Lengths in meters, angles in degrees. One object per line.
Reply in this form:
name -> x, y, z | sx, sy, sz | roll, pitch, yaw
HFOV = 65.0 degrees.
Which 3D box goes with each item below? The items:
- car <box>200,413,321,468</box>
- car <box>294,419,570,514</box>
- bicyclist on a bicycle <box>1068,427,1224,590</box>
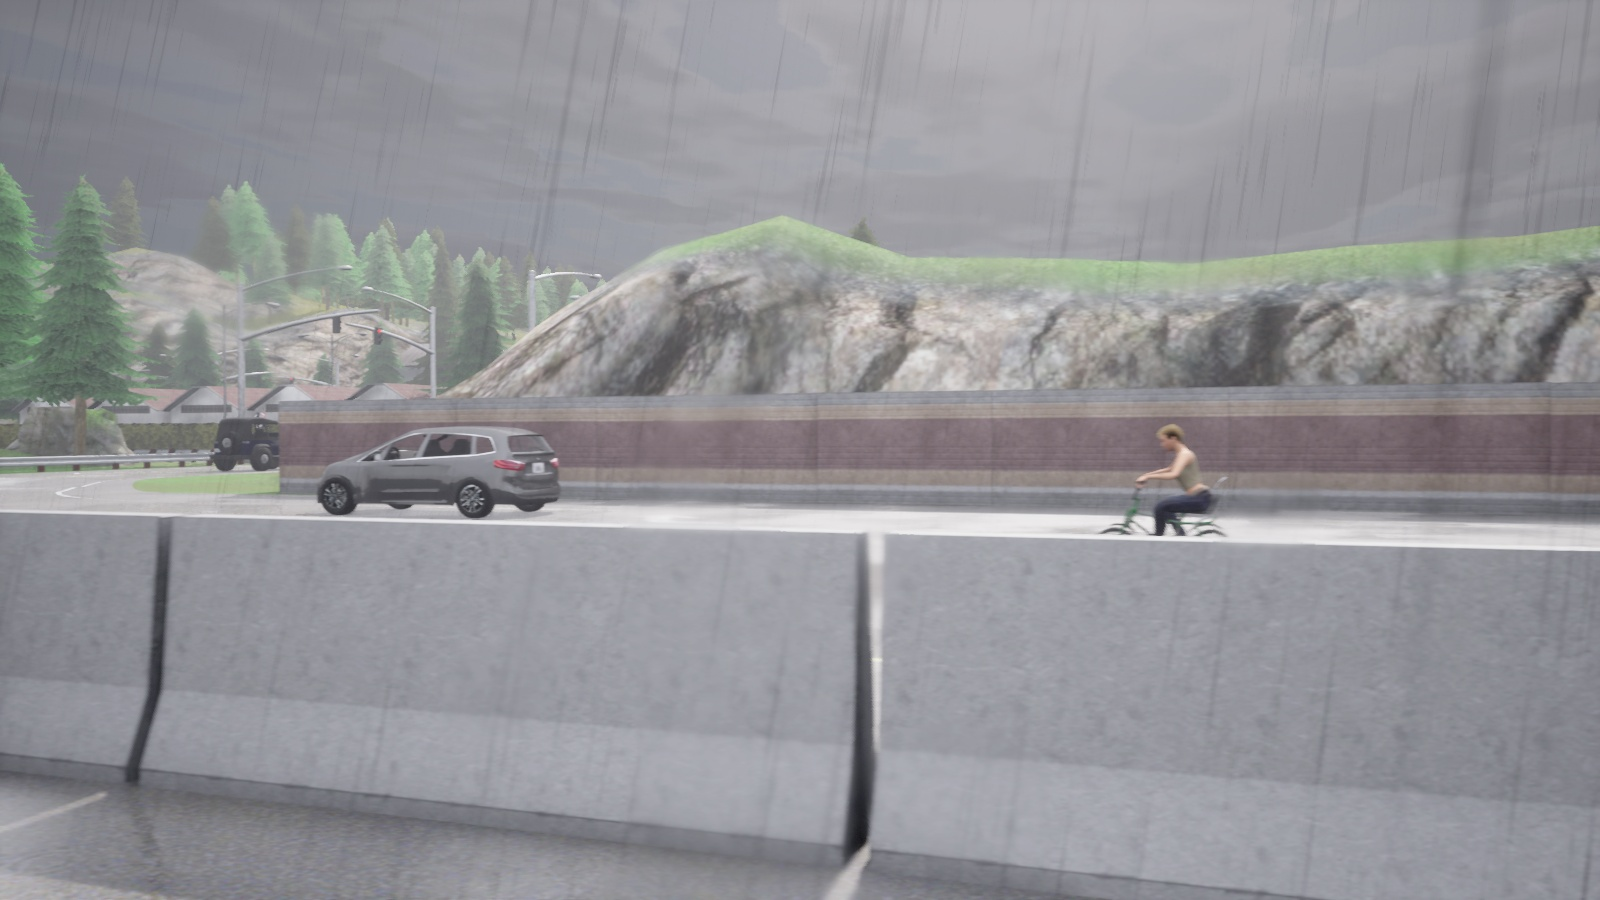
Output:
car -> -19.335, -0.369, 45.158 | 1.905, 1.878, 3.866 | 1, 1, 18
car -> -6.999, 0.260, 24.012 | 4.611, 1.667, 2.242 | 1, 1, 18
bicyclist on a bicycle -> 3.608, 0.568, 13.053 | 1.509, 1.612, 0.866 | 1, 1, 19
